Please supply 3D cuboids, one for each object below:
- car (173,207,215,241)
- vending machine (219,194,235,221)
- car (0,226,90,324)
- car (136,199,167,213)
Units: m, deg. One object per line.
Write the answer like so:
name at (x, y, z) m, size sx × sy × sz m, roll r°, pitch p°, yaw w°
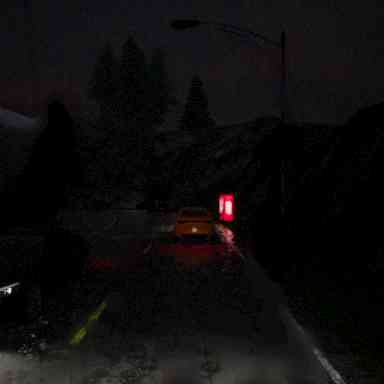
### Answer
car at (0.048, 1.476, 16.745) m, size 1.882 × 1.535 × 5.008 m, roll 0°, pitch 0°, yaw -1°
vending machine at (2.787, 1.193, 26.694) m, size 1.100 × 2.100 × 0.880 m, roll 0°, pitch 0°, yaw -10°
car at (-3.615, 1.525, 7.266) m, size 1.812 × 1.442 × 4.674 m, roll 0°, pitch 0°, yaw 0°
car at (-4.457, 1.523, 36.392) m, size 1.812 × 1.442 × 4.674 m, roll 1°, pitch 0°, yaw -35°
